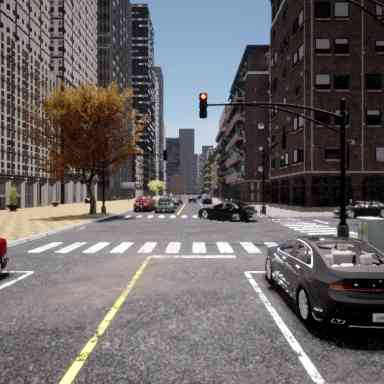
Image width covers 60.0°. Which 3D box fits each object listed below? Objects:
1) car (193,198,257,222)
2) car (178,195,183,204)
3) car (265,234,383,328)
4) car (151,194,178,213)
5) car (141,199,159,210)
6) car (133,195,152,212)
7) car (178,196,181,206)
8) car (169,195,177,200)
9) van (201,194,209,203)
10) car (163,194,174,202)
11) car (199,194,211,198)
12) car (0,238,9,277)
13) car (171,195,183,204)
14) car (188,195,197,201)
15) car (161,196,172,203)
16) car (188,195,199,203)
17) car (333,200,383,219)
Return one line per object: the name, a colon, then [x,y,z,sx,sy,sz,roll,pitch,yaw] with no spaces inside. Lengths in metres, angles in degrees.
car: [2.772,1.518,26.548,4.892,1.490,1.837,0,3,37]
car: [-2.959,1.528,55.291,2.128,1.511,4.902,0,0,0]
car: [2.705,1.551,6.905,2.008,1.369,4.403,0,0,0]
car: [-2.985,1.370,36.995,2.097,1.767,4.553,0,0,-1]
car: [-5.586,1.592,44.836,1.947,1.339,4.313,0,0,0]
car: [-5.600,1.336,39.313,2.192,1.841,5.009,0,0,0]
car: [-2.990,1.628,45.979,1.895,1.301,4.718,0,0,0]
car: [-5.469,1.653,94.542,2.008,1.369,4.403,0,0,0]
van: [2.860,1.401,72.431,1.690,1.788,3.998,0,0,0]
car: [-5.508,1.385,77.973,2.192,1.841,5.009,0,0,0]
car: [2.834,1.610,61.384,1.947,1.339,4.313,0,0,0]
car: [-5.675,1.545,6.925,1.887,1.381,4.507,0,0,0]
car: [-2.889,1.401,65.096,2.097,1.767,4.553,0,0,1]
car: [0.187,1.462,79.043,2.033,1.411,5.357,0,0,0]
car: [-5.521,1.626,72.451,1.947,1.339,4.313,0,0,0]
car: [0.161,1.546,68.621,2.128,1.511,4.902,0,0,0]
car: [13.487,1.350,26.286,4.403,1.369,2.008,-1,1,0]
